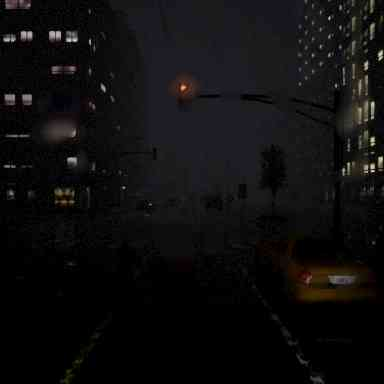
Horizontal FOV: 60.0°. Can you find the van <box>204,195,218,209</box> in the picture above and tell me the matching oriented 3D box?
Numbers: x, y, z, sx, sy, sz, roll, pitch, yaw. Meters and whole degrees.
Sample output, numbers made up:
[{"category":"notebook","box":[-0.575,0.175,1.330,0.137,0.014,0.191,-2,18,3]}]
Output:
[{"category":"van","box":[2.601,1.364,46.003,1.690,1.788,3.998,0,0,0]}]

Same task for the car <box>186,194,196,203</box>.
[{"category":"car","box":[-0.128,1.607,69.248,2.033,1.411,5.357,0,0,0]}]

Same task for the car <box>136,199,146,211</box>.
[{"category":"car","box":[-5.767,1.568,40.461,2.008,1.369,4.403,0,0,0]}]

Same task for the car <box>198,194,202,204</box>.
[{"category":"car","box":[2.570,1.362,62.583,2.192,1.841,5.009,0,0,0]}]

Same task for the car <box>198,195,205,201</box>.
[{"category":"car","box":[2.520,1.626,90.386,1.752,1.417,4.829,0,0,0]}]

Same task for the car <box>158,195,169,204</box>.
[{"category":"car","box":[-5.820,1.497,68.095,1.967,1.590,4.097,0,0,0]}]

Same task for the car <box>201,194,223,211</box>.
[{"category":"car","box":[2.611,1.332,40.477,2.192,1.841,5.009,0,0,0]}]

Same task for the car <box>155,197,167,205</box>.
[{"category":"car","box":[-5.809,1.592,62.567,1.887,1.381,4.507,0,0,0]}]

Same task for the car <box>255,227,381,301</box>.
[{"category":"car","box":[2.672,1.526,8.234,1.752,1.417,4.829,0,0,0]}]

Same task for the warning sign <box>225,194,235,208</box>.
[{"category":"warning sign","box":[4.992,1.136,43.738,1.300,1.860,1.060,0,0,0]}]

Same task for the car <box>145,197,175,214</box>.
[{"category":"car","box":[-3.310,1.577,35.231,1.994,1.385,4.181,0,0,4]}]

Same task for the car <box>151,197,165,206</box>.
[{"category":"car","box":[-5.799,1.589,57.041,2.008,1.369,4.403,0,0,0]}]

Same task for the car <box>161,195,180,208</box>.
[{"category":"car","box":[-3.186,1.505,49.738,1.882,1.535,5.008,0,0,0]}]

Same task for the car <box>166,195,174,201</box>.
[{"category":"car","box":[-5.859,1.625,90.031,1.752,1.417,4.829,0,0,0]}]

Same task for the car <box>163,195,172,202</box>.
[{"category":"car","box":[-5.840,1.517,79.148,1.967,1.590,4.097,0,0,0]}]

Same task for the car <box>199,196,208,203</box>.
[{"category":"car","box":[2.551,1.612,73.637,1.887,1.381,4.507,0,0,0]}]
